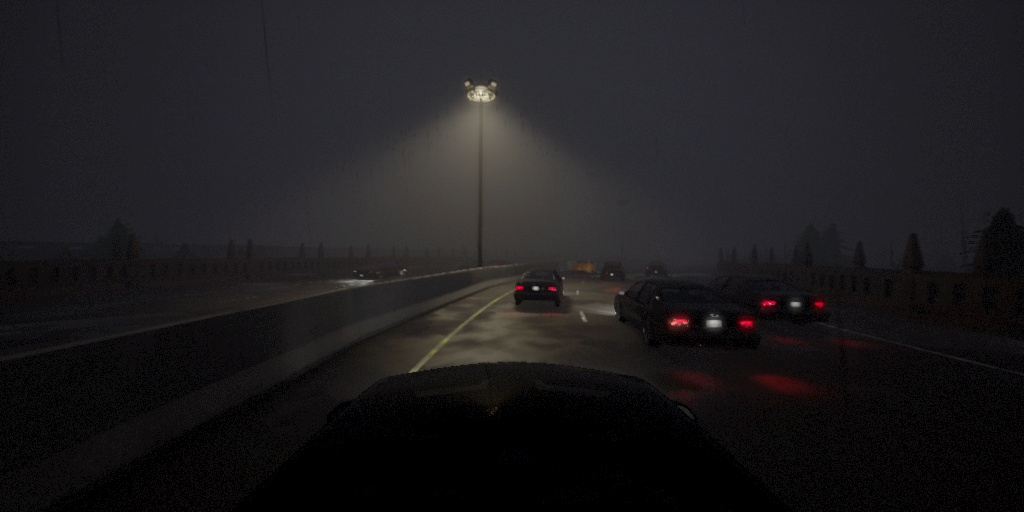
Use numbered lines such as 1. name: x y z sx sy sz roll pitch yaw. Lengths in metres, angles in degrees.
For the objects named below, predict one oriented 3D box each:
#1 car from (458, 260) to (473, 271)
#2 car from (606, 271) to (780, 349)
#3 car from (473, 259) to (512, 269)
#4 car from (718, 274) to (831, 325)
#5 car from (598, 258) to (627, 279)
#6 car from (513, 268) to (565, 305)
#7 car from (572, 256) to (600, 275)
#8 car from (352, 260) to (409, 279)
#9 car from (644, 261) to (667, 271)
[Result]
1. car: -3.949 1.082 37.369 1.994 1.385 4.181 1 0 20
2. car: 3.981 1.293 9.178 2.033 1.411 5.357 1 0 5
3. car: -1.489 1.037 33.906 1.882 1.535 5.008 1 0 20
4. car: 7.793 1.313 11.959 2.033 1.411 5.357 1 0 7
5. car: 8.539 1.177 30.276 1.837 1.490 4.892 0 0 18
6. car: 1.262 1.233 15.644 2.033 1.411 5.357 1 0 9
7. car: 7.683 1.100 37.831 1.882 1.535 5.008 1 0 23
8. car: -10.379 1.053 28.893 2.033 1.411 5.357 1 0 15
9. car: 13.735 1.223 34.199 1.812 1.442 4.674 1 0 22
